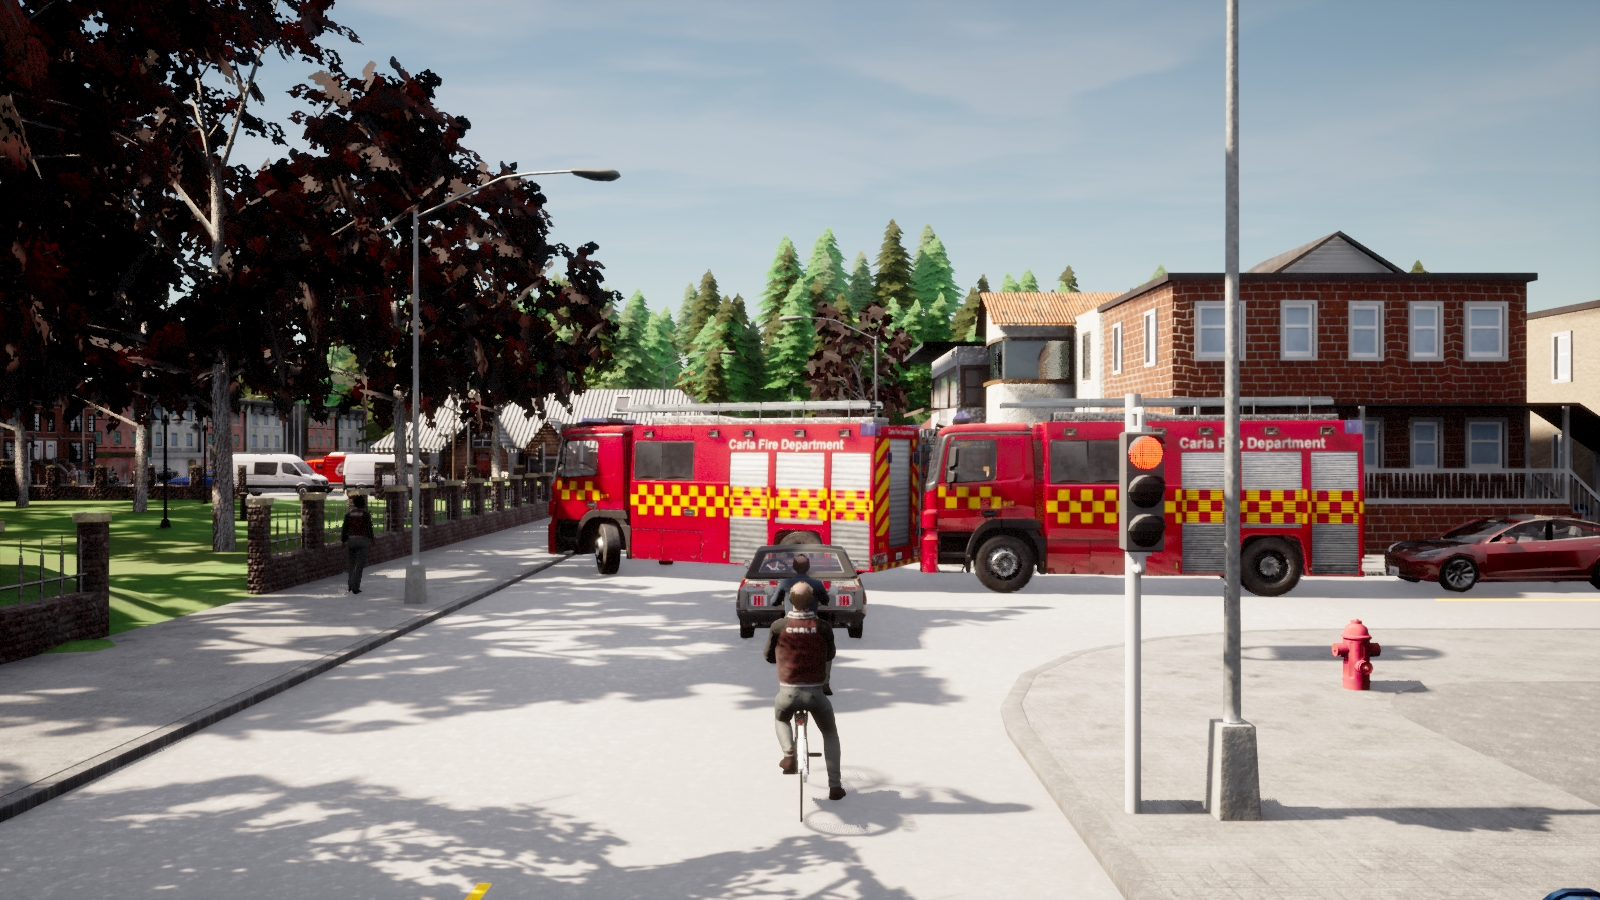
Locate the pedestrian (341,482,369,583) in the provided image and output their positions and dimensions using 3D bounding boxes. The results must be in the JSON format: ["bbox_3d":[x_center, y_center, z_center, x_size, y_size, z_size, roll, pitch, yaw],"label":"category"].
[{"bbox_3d":[-8.255,1.525,21.201,0.375,1.860,0.375,0,0,1],"label":"pedestrian"}]

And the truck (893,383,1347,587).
[{"bbox_3d":[6.210,0.669,23.349,8.468,3.827,2.891,0,0,7],"label":"truck"}]

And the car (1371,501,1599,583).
[{"bbox_3d":[14.617,1.843,23.389,4.792,1.488,2.163,0,0,0],"label":"car"}]

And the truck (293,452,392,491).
[{"bbox_3d":[-29.092,1.345,72.766,5.204,2.467,2.627,0,0,0],"label":"truck"}]

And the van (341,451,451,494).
[{"bbox_3d":[-24.299,1.314,68.785,5.915,2.561,1.988,0,0,1],"label":"van"}]

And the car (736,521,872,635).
[{"bbox_3d":[0.052,1.935,18.331,1.895,1.301,4.718,0,0,0],"label":"car"}]

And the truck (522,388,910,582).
[{"bbox_3d":[-2.009,0.672,25.771,8.468,3.827,2.891,0,0,28],"label":"truck"}]

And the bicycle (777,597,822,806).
[{"bbox_3d":[-0.005,1.940,9.200,0.329,1.271,1.835,0,0,0],"label":"bicycle"}]

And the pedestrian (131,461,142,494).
[{"bbox_3d":[-36.832,1.523,63.408,0.375,1.860,0.375,0,0,1],"label":"pedestrian"}]

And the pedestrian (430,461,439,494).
[{"bbox_3d":[-20.358,1.525,63.621,0.375,1.860,0.375,0,0,-2],"label":"pedestrian"}]

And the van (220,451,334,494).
[{"bbox_3d":[-31.465,1.314,68.839,5.915,2.561,1.988,0,0,1],"label":"van"}]
